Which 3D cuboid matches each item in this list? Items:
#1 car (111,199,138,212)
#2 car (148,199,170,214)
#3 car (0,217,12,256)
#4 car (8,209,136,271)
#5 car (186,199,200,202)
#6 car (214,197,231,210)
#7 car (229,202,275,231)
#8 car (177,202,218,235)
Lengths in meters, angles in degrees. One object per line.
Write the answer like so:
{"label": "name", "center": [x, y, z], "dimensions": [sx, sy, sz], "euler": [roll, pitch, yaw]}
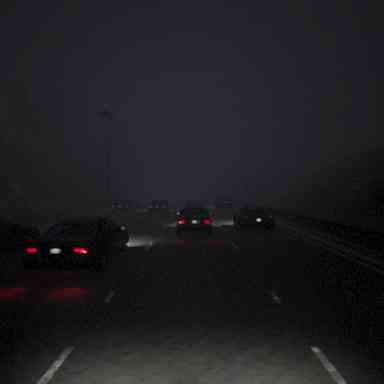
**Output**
{"label": "car", "center": [-6.823, 1.426, 33.888], "dimensions": [2.033, 1.411, 5.357], "euler": [0, 0, 0]}
{"label": "car", "center": [-3.323, 1.426, 33.887], "dimensions": [2.033, 1.411, 5.357], "euler": [0, 0, 0]}
{"label": "car", "center": [-6.893, 1.509, 10.777], "dimensions": [2.033, 1.411, 5.357], "euler": [0, 0, 0]}
{"label": "car", "center": [-3.393, 1.509, 10.770], "dimensions": [2.033, 1.411, 5.357], "euler": [0, 0, 0]}
{"label": "car", "center": [0.160, 1.466, 37.734], "dimensions": [1.895, 1.301, 4.718], "euler": [0, 0, 0]}
{"label": "car", "center": [3.652, 1.352, 39.191], "dimensions": [2.128, 1.511, 4.902], "euler": [0, 0, 0]}
{"label": "car", "center": [3.646, 1.492, 20.093], "dimensions": [1.994, 1.385, 4.181], "euler": [0, 0, 0]}
{"label": "car", "center": [0.132, 1.481, 18.437], "dimensions": [2.033, 1.411, 5.357], "euler": [0, 0, 0]}
